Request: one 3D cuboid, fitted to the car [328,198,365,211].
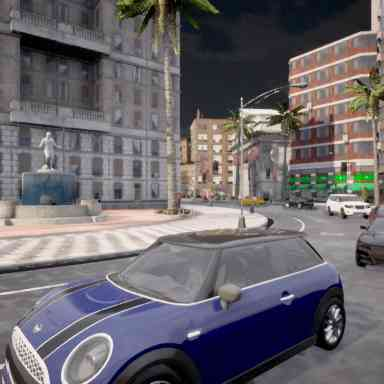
[{"bbox_3d":[19.753,1.526,42.738,1.812,1.442,4.674,0,0,-12],"label":"car"}]

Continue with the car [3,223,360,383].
[{"bbox_3d":[0.109,1.352,4.473,4.553,1.767,2.097,0,0,-39],"label":"car"}]

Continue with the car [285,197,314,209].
[{"bbox_3d":[15.039,1.505,46.701,1.837,1.490,4.892,0,0,-17],"label":"car"}]

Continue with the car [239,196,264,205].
[{"bbox_3d":[10.145,1.477,57.149,1.882,1.535,5.008,0,0,-35],"label":"car"}]

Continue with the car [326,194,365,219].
[{"bbox_3d":[13.910,1.221,29.884,2.150,2.045,5.566,0,0,4],"label":"car"}]

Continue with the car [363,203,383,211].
[{"bbox_3d":[11.654,1.526,19.644,1.812,1.442,4.674,0,0,19],"label":"car"}]

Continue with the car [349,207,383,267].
[{"bbox_3d":[6.746,1.478,10.851,1.882,1.535,5.008,0,0,37],"label":"car"}]
